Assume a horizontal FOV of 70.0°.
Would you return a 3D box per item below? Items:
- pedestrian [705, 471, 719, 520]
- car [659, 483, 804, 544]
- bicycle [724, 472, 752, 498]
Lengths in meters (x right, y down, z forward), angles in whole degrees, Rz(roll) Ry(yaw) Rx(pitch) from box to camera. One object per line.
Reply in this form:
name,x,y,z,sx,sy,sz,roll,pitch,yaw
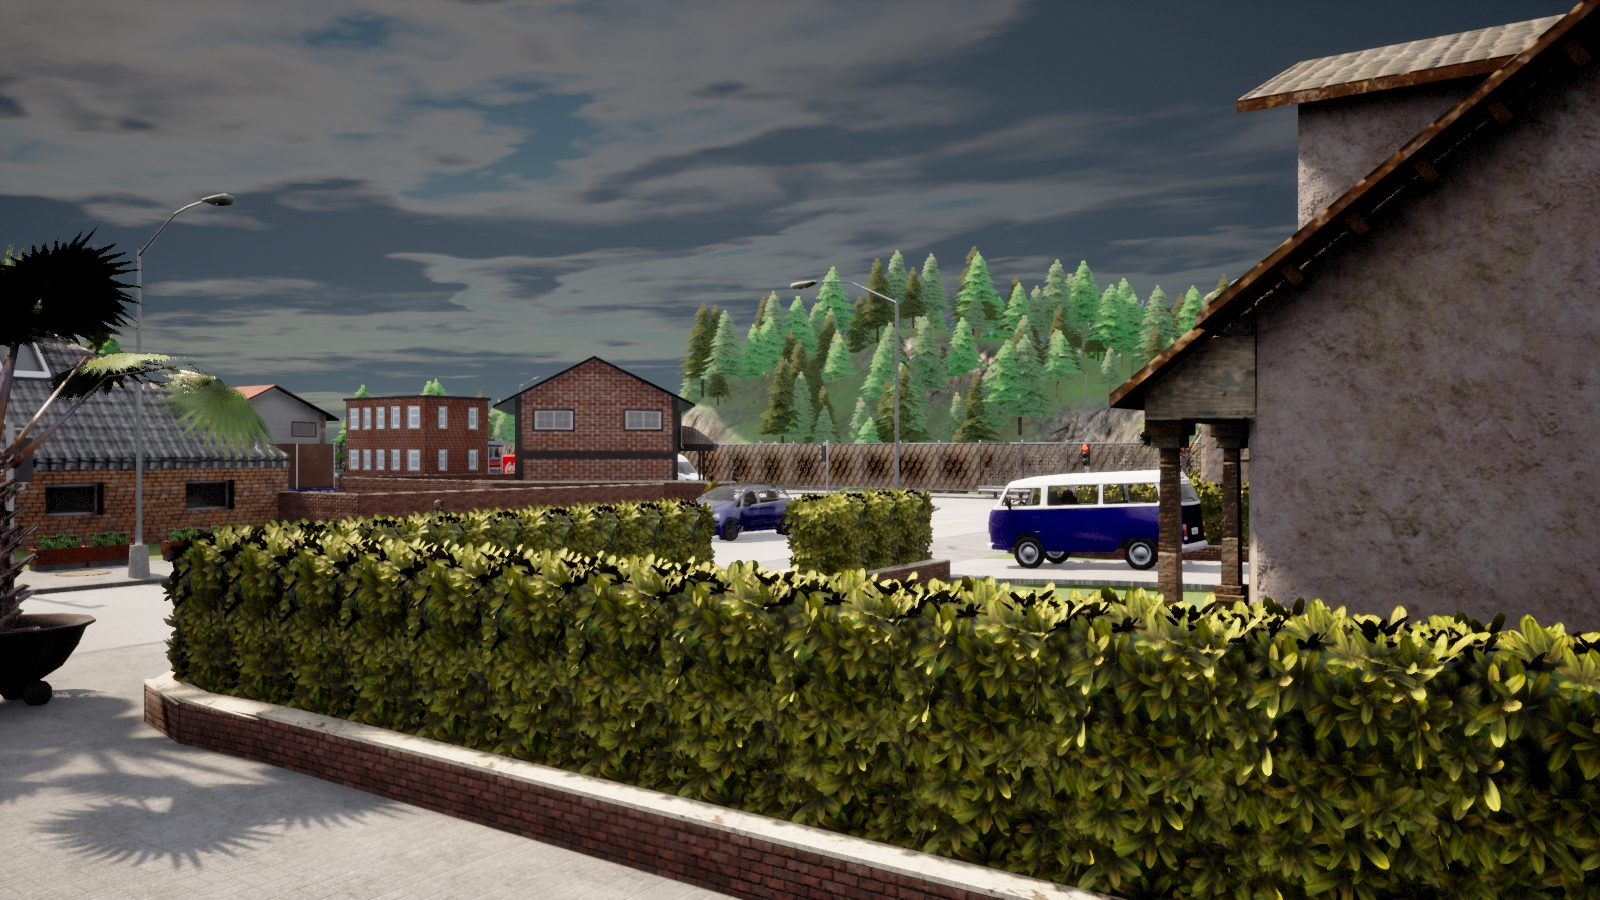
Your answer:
pedestrian,-3.380,1.732,43.676,0.375,1.860,0.375,0,0,42
car,-2.110,1.958,36.516,2.242,1.667,4.611,0,0,35
bicycle,-3.643,2.044,67.431,1.835,1.471,0.329,0,0,35
